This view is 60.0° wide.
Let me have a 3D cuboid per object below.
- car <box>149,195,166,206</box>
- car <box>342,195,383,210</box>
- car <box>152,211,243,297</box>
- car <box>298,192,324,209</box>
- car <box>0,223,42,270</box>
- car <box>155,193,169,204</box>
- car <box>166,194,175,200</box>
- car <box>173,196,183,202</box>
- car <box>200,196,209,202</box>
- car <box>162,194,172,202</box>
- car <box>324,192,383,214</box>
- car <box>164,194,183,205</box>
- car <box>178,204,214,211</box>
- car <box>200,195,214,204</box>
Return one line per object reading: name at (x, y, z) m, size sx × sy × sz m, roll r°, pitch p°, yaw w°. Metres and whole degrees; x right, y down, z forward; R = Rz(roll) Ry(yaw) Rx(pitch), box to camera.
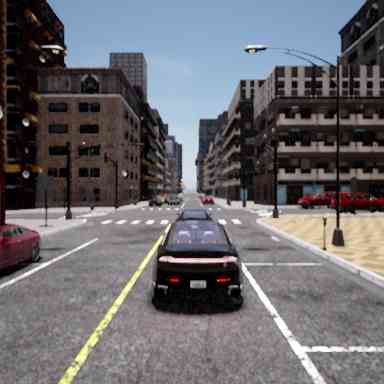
car at (-5.614, 1.484, 51.332) m, size 1.947 × 1.339 × 4.313 m, roll 0°, pitch 0°, yaw 0°
car at (18.560, 1.090, 35.073) m, size 4.674 × 1.442 × 1.812 m, roll -1°, pitch 0°, yaw 0°
car at (0.115, 1.475, 8.512) m, size 2.128 × 1.511 × 4.902 m, roll 0°, pitch 0°, yaw 0°
car at (14.616, 0.943, 37.616) m, size 5.009 × 1.841 × 2.192 m, roll -1°, pitch 1°, yaw 0°
car at (-5.728, 1.564, 9.308) m, size 1.802 × 1.307 × 4.206 m, roll 0°, pitch 0°, yaw 0°
car at (-5.597, 1.219, 62.696) m, size 2.192 × 1.841 × 5.009 m, roll 0°, pitch 0°, yaw 0°
car at (-5.562, 1.320, 85.427) m, size 1.967 × 1.590 × 4.097 m, roll 0°, pitch 0°, yaw 0°
car at (-2.893, 1.489, 71.263) m, size 1.895 × 1.301 × 4.718 m, roll 0°, pitch 0°, yaw 0°
car at (2.801, 1.472, 74.051) m, size 1.802 × 1.307 × 4.206 m, roll 0°, pitch 0°, yaw 0°
car at (-5.580, 1.331, 74.062) m, size 1.967 × 1.590 × 4.097 m, roll 0°, pitch 0°, yaw 0°
car at (14.737, 0.973, 29.238) m, size 5.009 × 1.841 × 2.192 m, roll -1°, pitch 1°, yaw 0°
car at (-2.994, 1.265, 55.272) m, size 2.097 × 1.767 × 4.553 m, roll 0°, pitch 0°, yaw 0°
car at (0.124, 1.532, 17.127) m, size 1.994 × 1.385 × 4.181 m, roll 0°, pitch 0°, yaw 0°
car at (2.775, 1.350, 57.003) m, size 1.967 × 1.590 × 4.097 m, roll 0°, pitch 0°, yaw 0°
